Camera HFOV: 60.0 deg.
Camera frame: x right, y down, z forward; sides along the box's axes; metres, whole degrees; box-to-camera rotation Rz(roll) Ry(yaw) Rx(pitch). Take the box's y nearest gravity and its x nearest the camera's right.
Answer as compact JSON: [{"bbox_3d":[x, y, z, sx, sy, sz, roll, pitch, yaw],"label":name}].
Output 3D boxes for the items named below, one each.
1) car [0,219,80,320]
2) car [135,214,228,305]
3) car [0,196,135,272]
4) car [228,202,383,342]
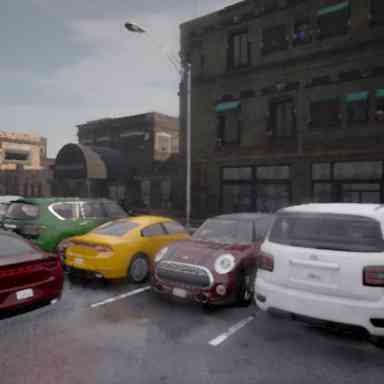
[{"bbox_3d":[-4.656,1.457,6.708,5.008,1.535,1.882,0,0,36],"label":"car"},{"bbox_3d":[1.058,1.345,8.236,2.185,1.767,4.553,0,0,35],"label":"car"},{"bbox_3d":[-3.535,1.203,11.507,2.435,2.045,5.566,0,0,35],"label":"car"},{"bbox_3d":[3.203,1.227,6.704,2.435,2.045,5.566,0,0,35],"label":"car"}]
